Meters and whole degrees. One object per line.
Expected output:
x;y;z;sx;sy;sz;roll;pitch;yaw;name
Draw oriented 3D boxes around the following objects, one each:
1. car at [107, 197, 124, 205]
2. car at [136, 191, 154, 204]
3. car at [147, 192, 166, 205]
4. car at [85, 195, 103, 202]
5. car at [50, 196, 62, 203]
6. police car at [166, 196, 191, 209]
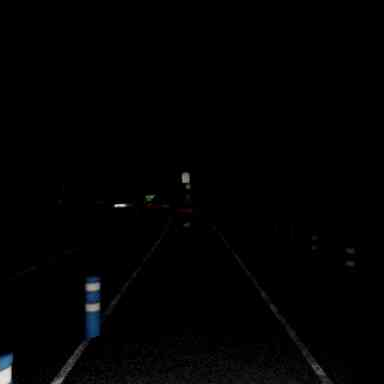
-13.689;1.514;59.440;1.994;1.385;4.181;-4;2;-32;car
-8.104;0.929;58.818;2.150;2.045;5.566;-4;2;-30;car
-5.187;1.232;53.238;1.882;1.535;5.008;-3;2;-25;car
-21.858;1.364;74.066;4.902;1.511;2.128;-2;3;37;car
-34.526;1.843;82.857;4.892;1.490;1.837;-3;4;27;car
-1.628;1.323;43.534;1.930;1.638;5.238;-2;1;-15;police car
